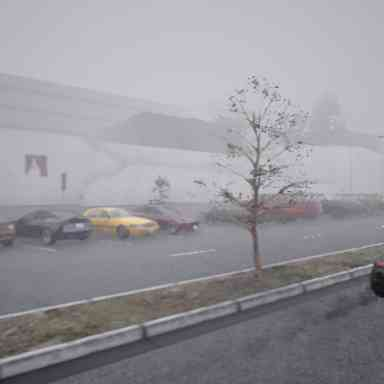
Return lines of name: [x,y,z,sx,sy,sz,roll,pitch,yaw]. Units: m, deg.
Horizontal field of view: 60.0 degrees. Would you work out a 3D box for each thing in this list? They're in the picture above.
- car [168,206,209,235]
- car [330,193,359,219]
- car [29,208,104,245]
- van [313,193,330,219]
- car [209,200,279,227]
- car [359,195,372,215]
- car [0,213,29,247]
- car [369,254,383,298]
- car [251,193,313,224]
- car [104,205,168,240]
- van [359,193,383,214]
car: [-1.795,1.503,18.979,4.792,1.488,2.163,-1,-1,35]
car: [10.354,1.104,27.643,5.566,2.045,2.435,-1,-1,35]
car: [-6.709,1.524,15.542,4.792,1.488,2.163,-1,-1,35]
van: [7.997,1.157,25.862,4.442,1.987,1.878,-1,-1,35]
car: [3.043,1.476,22.455,4.674,1.452,2.002,-1,0,35]
car: [12.764,1.327,29.380,4.892,1.521,2.231,-1,0,34]
car: [-9.112,1.534,13.792,4.674,1.452,2.002,-1,0,35]
car: [5.706,1.546,7.204,4.181,1.385,1.994,0,0,-36]
car: [5.441,1.162,24.205,5.566,2.045,2.435,-1,0,35]
car: [-4.095,1.479,17.162,5.366,1.575,1.946,-1,-1,34]
van: [15.088,1.074,31.180,4.442,1.987,1.878,-1,0,35]
